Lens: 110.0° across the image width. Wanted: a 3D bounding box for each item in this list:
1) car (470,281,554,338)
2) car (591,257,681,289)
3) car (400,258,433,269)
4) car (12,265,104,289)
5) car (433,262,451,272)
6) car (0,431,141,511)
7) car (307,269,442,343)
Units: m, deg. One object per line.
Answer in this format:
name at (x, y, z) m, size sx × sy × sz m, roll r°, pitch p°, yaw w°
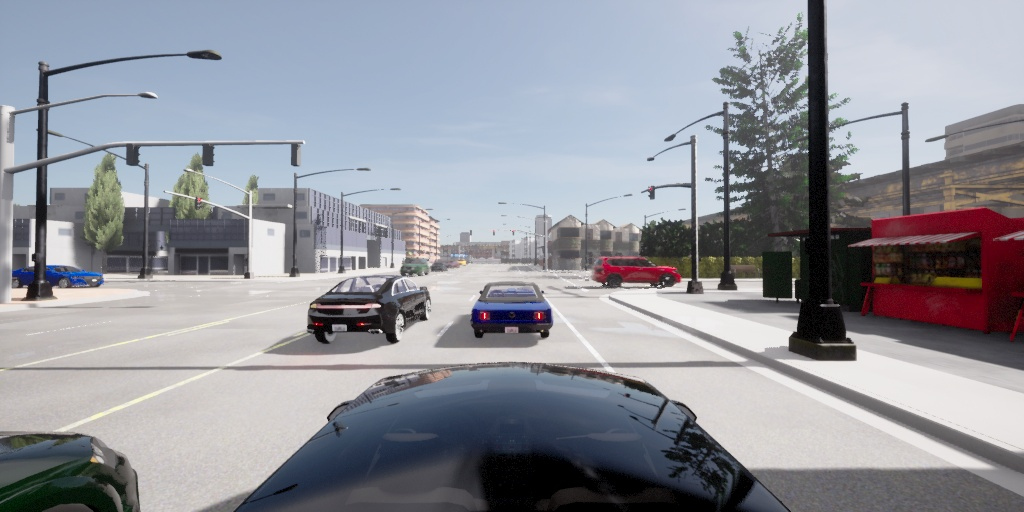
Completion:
car at (-0.010, 1.365, 10.185) m, size 1.895 × 1.301 × 4.718 m, roll 0°, pitch 0°, yaw 0°
car at (8.000, 1.060, 23.514) m, size 5.566 × 2.045 × 2.150 m, roll 0°, pitch -1°, yaw 1°
car at (-10.990, 1.282, 40.762) m, size 2.150 × 2.045 × 5.566 m, roll 0°, pitch -1°, yaw -1°
car at (-29.746, 1.316, 23.405) m, size 5.008 × 1.535 × 1.882 m, roll 0°, pitch -1°, yaw 0°
car at (-11.125, 1.647, 54.760) m, size 1.882 × 1.535 × 5.008 m, roll 0°, pitch 0°, yaw 0°
car at (-3.373, 1.314, 0.538) m, size 1.994 × 1.385 × 4.181 m, roll 0°, pitch 0°, yaw -1°
car at (-3.511, 1.257, 9.707) m, size 2.128 × 1.511 × 4.902 m, roll 0°, pitch 0°, yaw 0°
